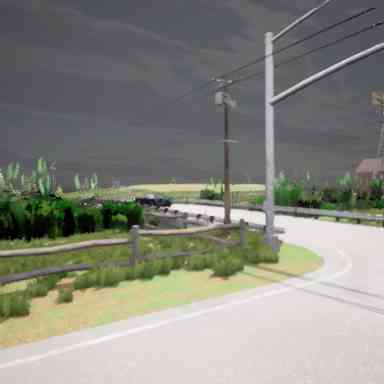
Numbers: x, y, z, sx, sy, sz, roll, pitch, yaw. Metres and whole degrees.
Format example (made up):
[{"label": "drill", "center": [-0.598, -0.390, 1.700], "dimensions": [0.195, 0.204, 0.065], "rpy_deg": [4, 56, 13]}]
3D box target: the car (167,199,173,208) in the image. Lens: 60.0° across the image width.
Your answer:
[{"label": "car", "center": [-3.620, 0.843, 31.463], "dimensions": [1.895, 1.301, 4.718], "rpy_deg": [0, 1, -31]}]
